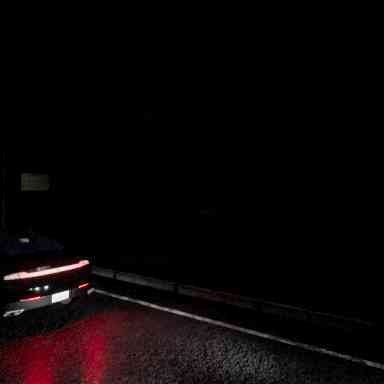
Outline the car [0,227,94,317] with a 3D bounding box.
[{"bbox_3d":[-4.082,1.492,6.887,4.902,1.511,2.128,0,0,37],"label":"car"}]
